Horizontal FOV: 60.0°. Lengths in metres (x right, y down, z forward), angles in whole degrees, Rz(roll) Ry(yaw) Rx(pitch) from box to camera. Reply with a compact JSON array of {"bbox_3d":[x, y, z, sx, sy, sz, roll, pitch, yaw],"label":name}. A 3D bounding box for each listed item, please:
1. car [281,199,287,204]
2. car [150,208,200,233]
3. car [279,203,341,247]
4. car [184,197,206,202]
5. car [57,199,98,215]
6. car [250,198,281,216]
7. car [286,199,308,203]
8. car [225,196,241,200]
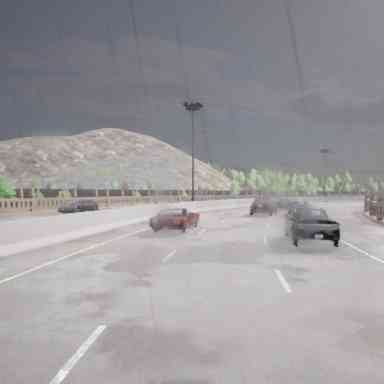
[{"bbox_3d":[11.726,1.546,42.507,2.033,1.411,5.357,0,0,31],"label":"car"},{"bbox_3d":[-0.849,1.600,19.636,1.895,1.301,4.718,0,0,13],"label":"car"},{"bbox_3d":[5.374,1.491,15.205,2.128,1.511,4.902,0,0,11],"label":"car"},{"bbox_3d":[0.500,1.490,51.222,2.128,1.511,4.902,0,0,31],"label":"car"},{"bbox_3d":[-11.451,1.505,33.682,1.837,1.490,4.892,0,0,19],"label":"car"},{"bbox_3d":[7.191,1.351,32.908,2.097,1.767,4.553,0,0,22],"label":"car"},{"bbox_3d":[10.405,1.562,31.640,1.994,1.385,4.181,0,0,22],"label":"car"},{"bbox_3d":[6.600,1.490,54.403,2.128,1.511,4.902,0,0,34],"label":"car"}]
